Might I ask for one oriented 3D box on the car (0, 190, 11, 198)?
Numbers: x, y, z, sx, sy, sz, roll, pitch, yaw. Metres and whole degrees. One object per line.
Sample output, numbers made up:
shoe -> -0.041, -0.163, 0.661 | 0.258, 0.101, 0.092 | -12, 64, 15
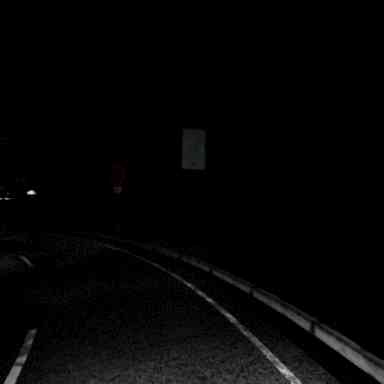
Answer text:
car -> -42.824, 0.392, 76.928 | 2.097, 1.767, 4.553 | -1, 2, -12

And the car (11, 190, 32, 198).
car -> -39.587, 0.527, 77.327 | 2.128, 1.511, 4.902 | -1, 2, -11
